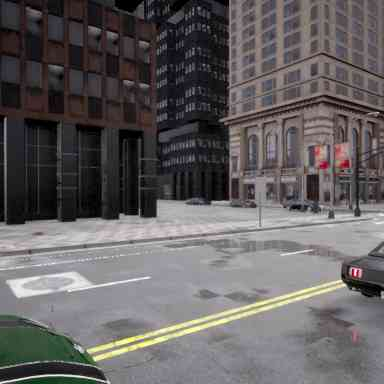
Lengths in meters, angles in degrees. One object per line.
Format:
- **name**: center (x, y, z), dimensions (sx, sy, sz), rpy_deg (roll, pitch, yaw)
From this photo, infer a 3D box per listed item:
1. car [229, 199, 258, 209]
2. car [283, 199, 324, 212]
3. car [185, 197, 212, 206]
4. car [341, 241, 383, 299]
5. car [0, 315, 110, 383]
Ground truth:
- **car**: center (7.075, 1.600, 46.244), dimensions (1.994, 1.385, 4.181), rpy_deg (0, 0, -36)
- **car**: center (12.744, 1.517, 38.244), dimensions (2.128, 1.511, 4.902), rpy_deg (0, 0, -35)
- **car**: center (1.009, 1.596, 54.836), dimensions (2.033, 1.411, 5.357), rpy_deg (0, 0, -36)
- **car**: center (5.383, 1.600, 7.284), dimensions (4.718, 1.301, 1.895), rpy_deg (0, 0, -35)
- **car**: center (-2.605, 1.352, 1.579), dimensions (4.553, 1.767, 2.097), rpy_deg (0, 0, -36)
